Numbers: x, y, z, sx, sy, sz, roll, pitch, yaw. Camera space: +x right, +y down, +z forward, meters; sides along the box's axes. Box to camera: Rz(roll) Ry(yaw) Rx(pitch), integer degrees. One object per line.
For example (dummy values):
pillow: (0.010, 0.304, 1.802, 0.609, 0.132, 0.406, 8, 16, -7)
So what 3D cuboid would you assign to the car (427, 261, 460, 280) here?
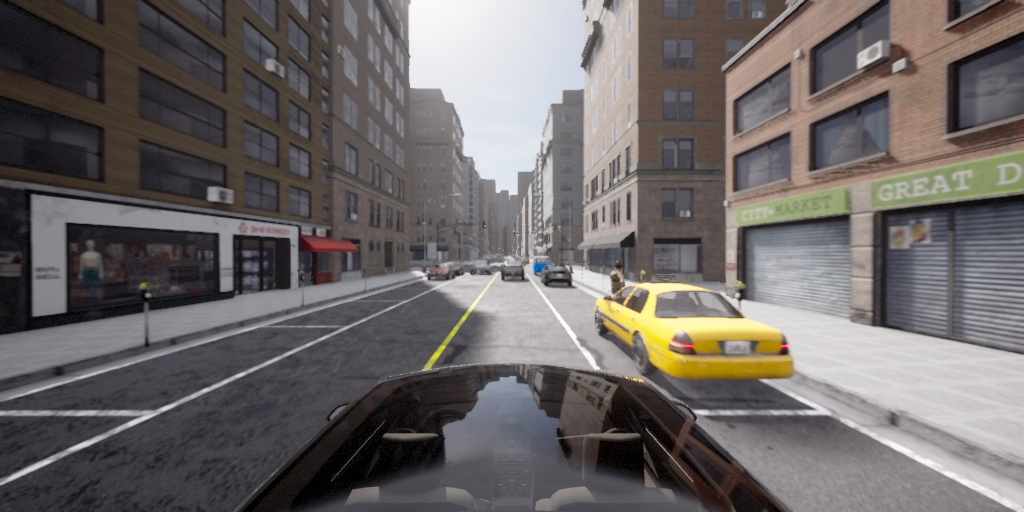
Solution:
car: (-5.666, 1.193, 29.141, 1.802, 1.307, 4.207, 0, 0, 0)

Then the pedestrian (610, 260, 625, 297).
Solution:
pedestrian: (2.999, 1.021, 10.324, 0.375, 1.860, 0.375, 0, 0, -10)

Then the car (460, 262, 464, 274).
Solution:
car: (-5.665, 1.149, 34.592, 1.948, 1.339, 4.313, 0, 0, 0)

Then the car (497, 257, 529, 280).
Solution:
car: (0.074, 1.103, 29.047, 2.128, 1.511, 4.902, 0, 0, 0)

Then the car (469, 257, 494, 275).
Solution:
car: (-3.055, 1.105, 35.373, 1.812, 1.442, 4.674, 0, 0, 0)

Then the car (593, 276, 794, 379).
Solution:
car: (3.000, 1.177, 7.334, 1.801, 1.575, 5.366, 0, 0, 0)

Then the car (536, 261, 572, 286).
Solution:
car: (2.859, 1.204, 23.704, 1.948, 1.339, 4.313, 0, 0, 0)

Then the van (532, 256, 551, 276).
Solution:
van: (2.860, 0.924, 34.601, 1.690, 1.789, 3.998, 0, 0, 0)
